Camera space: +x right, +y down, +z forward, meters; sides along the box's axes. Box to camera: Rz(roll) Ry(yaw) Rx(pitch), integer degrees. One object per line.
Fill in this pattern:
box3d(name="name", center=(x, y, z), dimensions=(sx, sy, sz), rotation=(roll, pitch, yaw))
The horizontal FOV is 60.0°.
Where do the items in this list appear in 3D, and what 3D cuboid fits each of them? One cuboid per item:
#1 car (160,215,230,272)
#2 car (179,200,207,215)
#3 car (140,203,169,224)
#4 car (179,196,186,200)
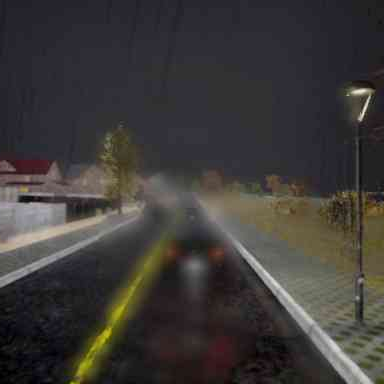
box3d(name="car", center=(0.084, 1.654, 10.984), dimensions=(1.895, 1.301, 4.718), rotation=(0, 0, 0))
box3d(name="car", center=(0.084, 1.615, 25.236), dimensions=(2.128, 1.511, 4.902), rotation=(0, 0, 0))
box3d(name="car", center=(-2.828, 1.629, 25.727), dimensions=(1.837, 1.490, 4.892), rotation=(0, 0, 0))
box3d(name="car", center=(-2.718, 1.799, 94.662), dimensions=(2.097, 1.767, 4.553), rotation=(0, 0, 0))
